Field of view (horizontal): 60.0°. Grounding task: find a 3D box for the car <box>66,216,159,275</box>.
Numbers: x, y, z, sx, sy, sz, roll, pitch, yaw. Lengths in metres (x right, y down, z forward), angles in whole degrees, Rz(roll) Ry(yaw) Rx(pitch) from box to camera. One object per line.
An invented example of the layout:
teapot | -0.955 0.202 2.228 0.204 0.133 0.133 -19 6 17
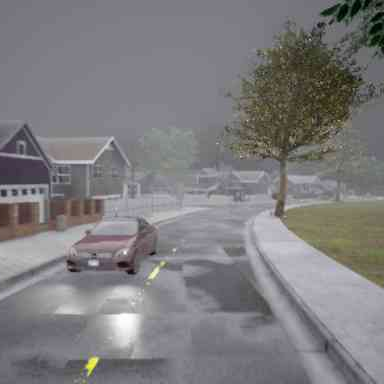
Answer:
car | -2.261 1.527 10.657 1.812 1.442 4.674 0 0 5
